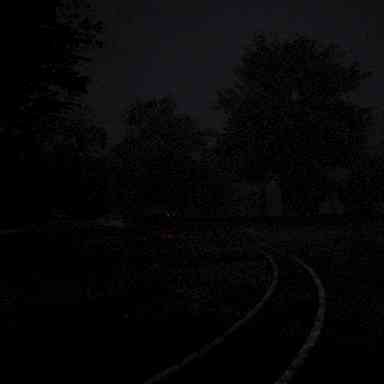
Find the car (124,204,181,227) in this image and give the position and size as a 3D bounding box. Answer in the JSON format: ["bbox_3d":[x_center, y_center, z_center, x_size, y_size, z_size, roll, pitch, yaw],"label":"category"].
[{"bbox_3d":[-3.262,1.783,26.674,4.553,1.767,2.097,-1,-1,27],"label":"car"}]
